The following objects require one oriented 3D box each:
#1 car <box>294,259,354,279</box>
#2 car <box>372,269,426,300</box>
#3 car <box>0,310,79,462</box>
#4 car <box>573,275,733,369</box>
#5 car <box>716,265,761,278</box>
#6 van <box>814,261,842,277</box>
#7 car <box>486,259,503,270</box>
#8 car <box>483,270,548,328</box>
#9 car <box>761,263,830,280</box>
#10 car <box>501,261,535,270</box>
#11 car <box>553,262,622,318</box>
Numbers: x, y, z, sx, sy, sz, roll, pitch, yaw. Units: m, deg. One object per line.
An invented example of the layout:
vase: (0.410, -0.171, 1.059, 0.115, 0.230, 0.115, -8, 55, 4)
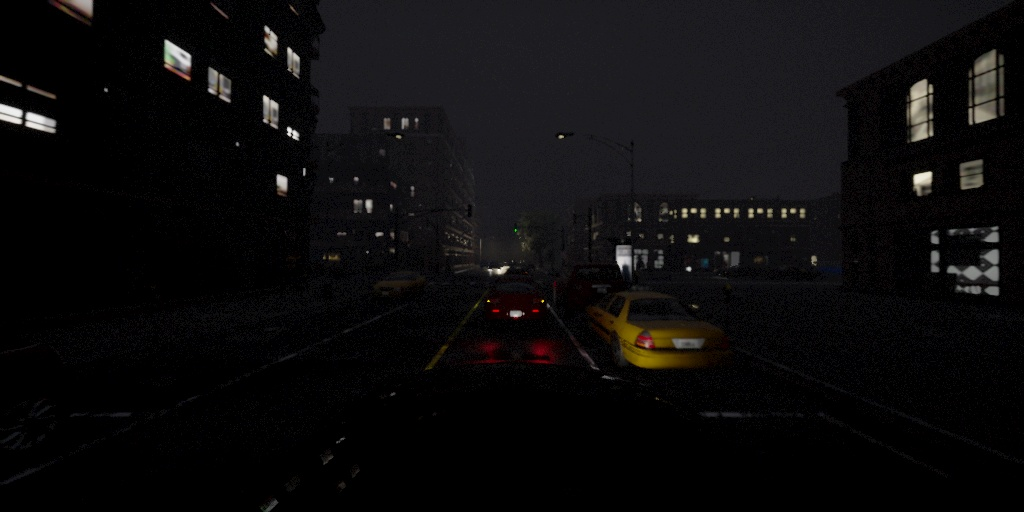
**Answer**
car: (-17.273, 1.203, 32.920, 5.009, 1.841, 2.192, 0, 0, 0)
car: (-5.689, 1.378, 18.518, 1.751, 1.417, 4.829, 0, 0, 0)
car: (-5.690, 1.192, 2.069, 1.967, 1.591, 4.097, 0, 0, 0)
car: (2.691, 1.311, 7.777, 1.751, 1.417, 4.829, 0, 0, 0)
car: (25.236, 1.643, 39.008, 5.357, 1.411, 2.033, 0, 0, 0)
van: (37.141, 1.509, 41.678, 3.998, 1.789, 1.690, 0, 0, 0)
car: (-3.031, 1.676, 64.379, 1.837, 1.490, 4.892, 0, 0, 1)
car: (0.098, 1.335, 11.580, 1.812, 1.442, 4.674, 0, 0, 0)
car: (26.151, 1.610, 33.169, 4.507, 1.381, 1.888, 0, 0, 0)
car: (0.662, 1.388, 28.084, 1.882, 1.535, 5.008, 0, 0, 8)
car: (2.692, 1.134, 13.147, 2.192, 1.841, 5.009, 0, 0, 0)
